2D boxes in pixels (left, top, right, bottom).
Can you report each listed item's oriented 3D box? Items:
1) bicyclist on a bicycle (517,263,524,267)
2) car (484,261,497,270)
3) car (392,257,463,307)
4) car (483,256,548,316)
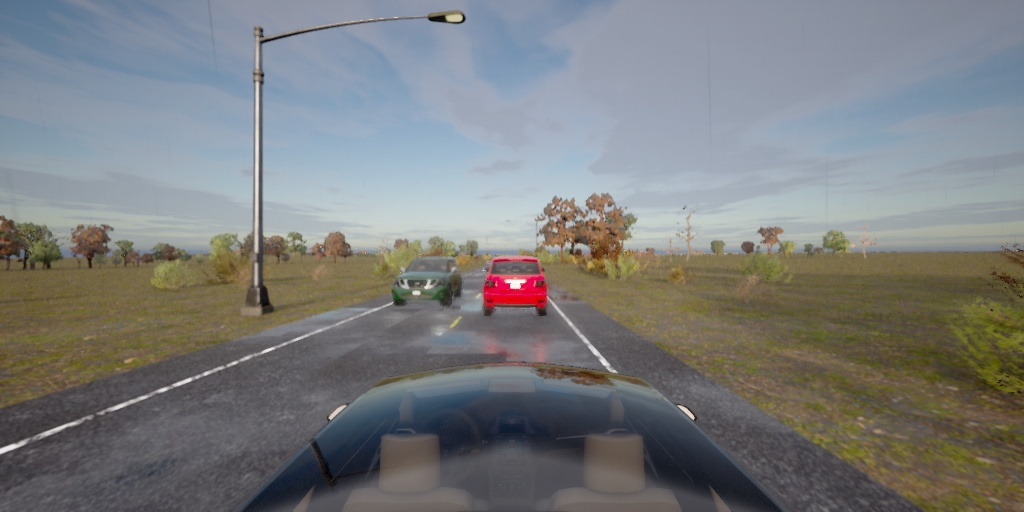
[{"bbox_3d":[1.032,1.320,40.954,0.659,1.776,1.843,0,0,0],"label":"bicyclist on a bicycle"},{"bbox_3d":[-3.478,1.570,59.102,1.812,1.442,4.674,0,0,0],"label":"car"},{"bbox_3d":[-3.575,1.043,16.191,2.150,2.045,5.566,0,0,0],"label":"car"},{"bbox_3d":[0.124,1.034,13.883,2.150,2.045,5.566,0,0,0],"label":"car"}]
